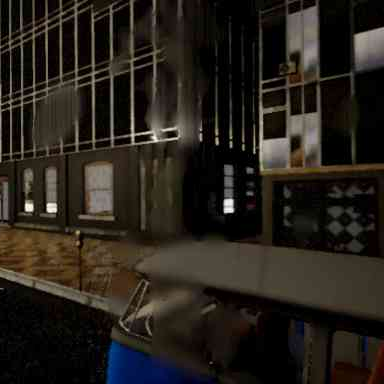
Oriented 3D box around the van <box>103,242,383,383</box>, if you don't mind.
[{"bbox_3d":[1.157,1.340,2.072,3.998,1.788,1.690,1,-1,36],"label":"van"}]
